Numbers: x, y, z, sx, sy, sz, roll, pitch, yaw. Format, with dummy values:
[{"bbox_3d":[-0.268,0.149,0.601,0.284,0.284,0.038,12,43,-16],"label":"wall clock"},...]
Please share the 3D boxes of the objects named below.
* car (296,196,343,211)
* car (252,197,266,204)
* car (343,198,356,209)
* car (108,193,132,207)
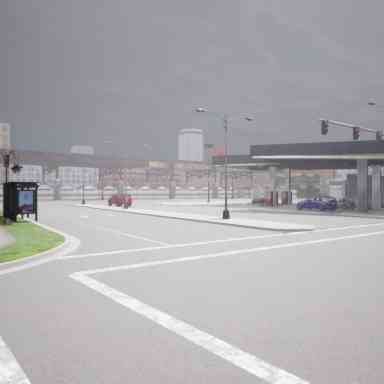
[{"bbox_3d":[14.295,1.293,38.309,2.242,1.667,4.611,0,0,-35],"label":"car"},{"bbox_3d":[12.595,1.598,61.367,1.895,1.301,4.718,0,0,29],"label":"car"},{"bbox_3d":[18.569,1.453,42.223,1.970,1.475,3.806,0,0,-35],"label":"car"},{"bbox_3d":[-11.275,1.220,52.029,2.150,2.045,5.566,0,0,-35],"label":"car"}]
